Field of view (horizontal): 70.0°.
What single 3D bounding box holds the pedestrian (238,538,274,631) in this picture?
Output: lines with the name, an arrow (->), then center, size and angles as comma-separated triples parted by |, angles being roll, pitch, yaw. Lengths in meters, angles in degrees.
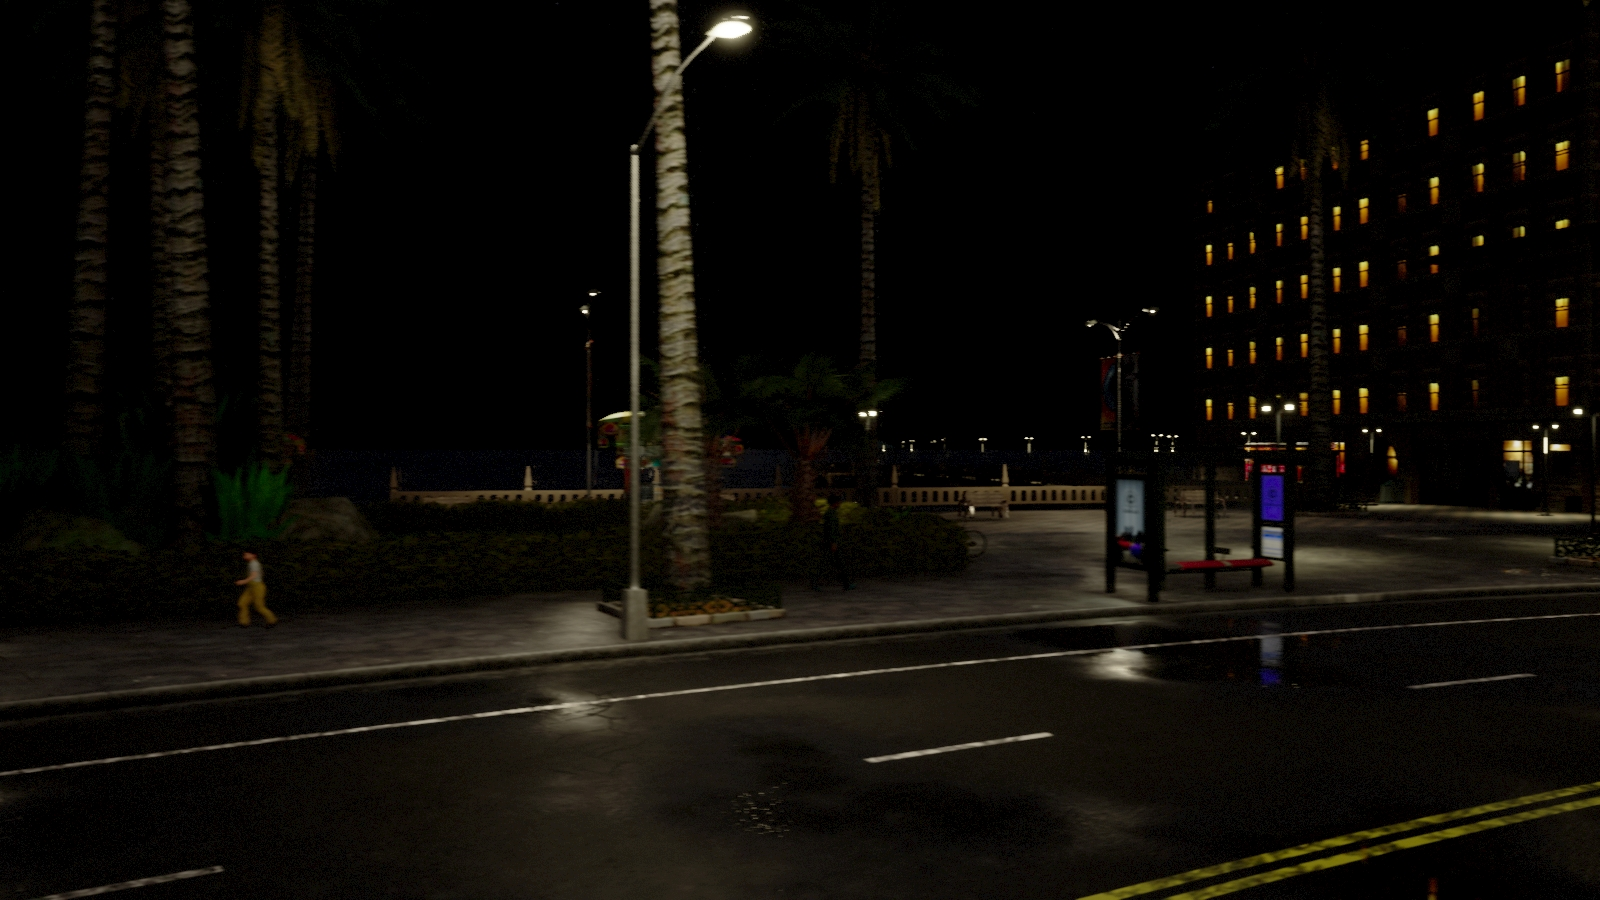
pedestrian -> -7.992, 1.970, 16.794 | 0.375, 1.300, 0.375 | 0, 0, -45

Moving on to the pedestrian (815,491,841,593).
pedestrian -> 0.519, 1.691, 21.164 | 0.375, 1.860, 0.375 | 0, 0, -20
